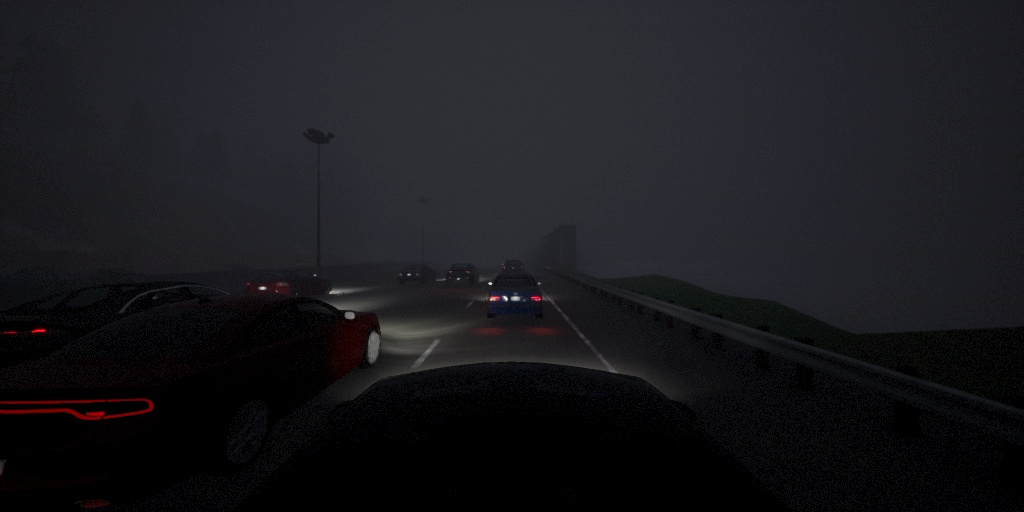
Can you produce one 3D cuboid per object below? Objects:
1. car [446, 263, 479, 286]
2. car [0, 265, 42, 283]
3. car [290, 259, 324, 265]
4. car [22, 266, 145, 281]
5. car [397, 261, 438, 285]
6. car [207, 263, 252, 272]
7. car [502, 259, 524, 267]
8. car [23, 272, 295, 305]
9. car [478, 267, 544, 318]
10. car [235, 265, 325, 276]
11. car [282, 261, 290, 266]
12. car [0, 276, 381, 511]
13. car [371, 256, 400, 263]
[{"bbox_3d":[-3.393,1.242,25.154,2.128,1.511,4.902,0,0,0],"label":"car"},{"bbox_3d":[-28.095,1.275,20.490,1.812,1.442,4.674,0,0,0],"label":"car"},{"bbox_3d":[-28.052,1.228,49.788,1.882,1.535,5.008,0,0,0],"label":"car"},{"bbox_3d":[-21.096,1.314,18.349,1.994,1.385,4.181,0,0,0],"label":"car"},{"bbox_3d":[-6.895,1.298,26.525,2.033,1.411,5.357,0,0,0],"label":"car"},{"bbox_3d":[-24.590,1.314,31.581,1.994,1.385,4.181,0,0,0],"label":"car"},{"bbox_3d":[0.105,1.103,34.196,2.097,1.767,4.553,0,0,0],"label":"car"},{"bbox_3d":[-6.898,1.241,7.082,2.128,1.511,4.902,0,0,0],"label":"car"},{"bbox_3d":[0.102,1.298,13.018,2.033,1.411,5.357,0,0,0],"label":"car"},{"bbox_3d":[-10.397,1.314,16.957,1.994,1.385,4.181,0,0,0],"label":"car"},{"bbox_3d":[-31.528,1.243,52.358,2.128,1.511,4.902,0,0,1],"label":"car"},{"bbox_3d":[-3.399,1.228,4.792,1.882,1.535,5.008,0,0,0],"label":"car"},{"bbox_3d":[-20.946,1.244,59.495,2.128,1.511,4.902,0,0,1],"label":"car"}]
